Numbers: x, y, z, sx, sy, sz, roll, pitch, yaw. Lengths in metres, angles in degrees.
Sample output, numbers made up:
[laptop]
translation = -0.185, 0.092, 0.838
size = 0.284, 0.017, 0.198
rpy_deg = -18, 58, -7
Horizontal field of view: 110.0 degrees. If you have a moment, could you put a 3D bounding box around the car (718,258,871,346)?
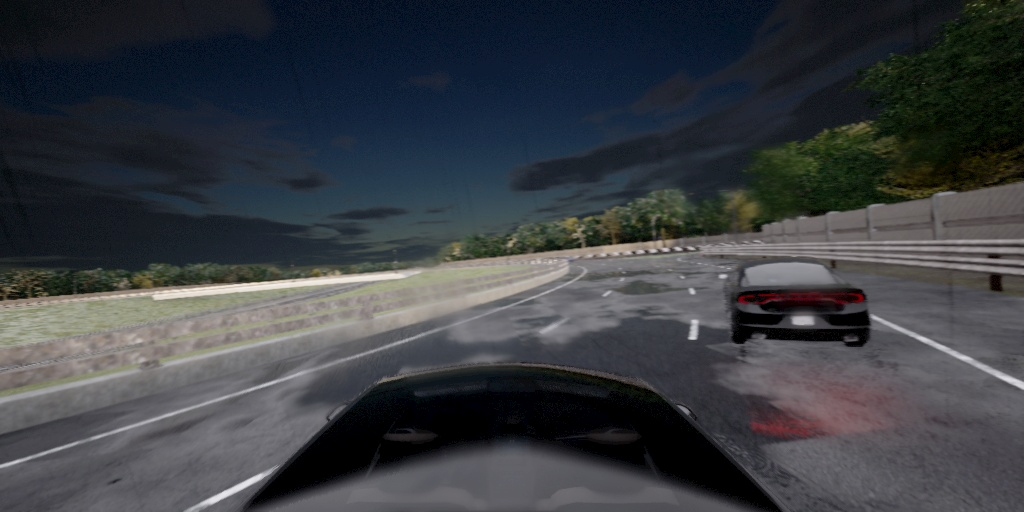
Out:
[car]
translation = 5.706, 0.774, 7.772
size = 1.882, 1.535, 5.008
rpy_deg = -5, 0, 29
